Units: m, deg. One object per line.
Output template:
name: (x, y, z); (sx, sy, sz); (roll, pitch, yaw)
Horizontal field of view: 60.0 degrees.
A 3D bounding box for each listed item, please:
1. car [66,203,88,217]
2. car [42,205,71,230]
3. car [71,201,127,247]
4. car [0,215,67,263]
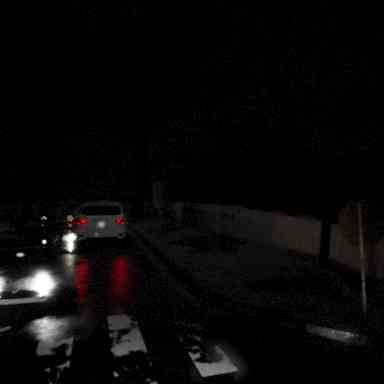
car: (-13.567, 2.090, 39.369); (2.128, 1.511, 4.902); (0, -1, -15)
car: (-8.925, 1.702, 22.591); (2.097, 1.767, 4.553); (0, -1, -15)
car: (-4.430, 1.457, 16.600); (2.150, 2.045, 5.566); (0, -1, -13)
car: (-6.314, 1.812, 13.232); (1.895, 1.301, 4.718); (0, -1, -16)
